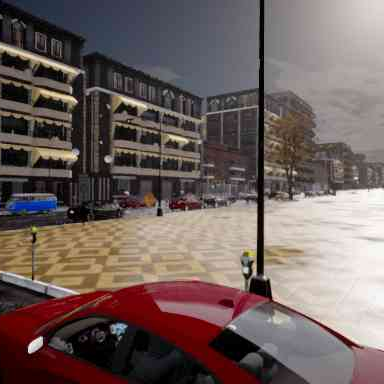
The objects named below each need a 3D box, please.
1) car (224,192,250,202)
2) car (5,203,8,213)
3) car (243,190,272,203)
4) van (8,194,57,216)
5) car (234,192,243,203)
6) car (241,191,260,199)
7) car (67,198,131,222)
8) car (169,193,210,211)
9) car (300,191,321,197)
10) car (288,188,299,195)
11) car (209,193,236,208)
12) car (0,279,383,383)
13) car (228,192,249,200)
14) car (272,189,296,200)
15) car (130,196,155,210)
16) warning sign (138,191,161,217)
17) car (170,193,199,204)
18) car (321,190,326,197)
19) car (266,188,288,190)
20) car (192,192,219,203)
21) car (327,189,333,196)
[{"bbox_3d":[7.410,0.742,54.319,2.033,1.411,5.357,1,1,35],"label":"car"},{"bbox_3d":[-15.265,1.064,21.105,2.150,2.045,5.566,0,2,31],"label":"car"},{"bbox_3d":[9.044,0.876,46.639,2.008,1.369,4.403,2,2,35],"label":"car"},{"bbox_3d":[-13.661,1.035,28.471,1.690,1.788,3.998,2,2,35],"label":"van"},{"bbox_3d":[4.372,0.865,44.444,2.128,1.511,4.902,1,1,35],"label":"car"},{"bbox_3d":[11.535,0.525,65.009,1.752,1.417,4.829,2,2,35],"label":"car"},{"bbox_3d":[-6.765,1.329,23.719,1.947,1.339,4.313,2,2,35],"label":"car"},{"bbox_3d":[-0.442,1.132,32.886,1.887,1.381,4.507,2,2,35],"label":"car"},{"bbox_3d":[24.854,0.445,69.562,2.008,1.369,4.403,2,2,35],"label":"car"},{"bbox_3d":[24.281,-0.031,83.481,2.192,1.841,5.009,2,2,35],"label":"car"},{"bbox_3d":[2.720,1.050,37.470,2.008,1.369,4.403,2,2,35],"label":"car"},{"bbox_3d":[-0.324,1.544,3.095,4.507,1.381,1.887,0,0,35],"label":"car"},{"bbox_3d":[8.470,0.649,60.567,1.947,1.339,4.313,2,2,35],"label":"car"},{"bbox_3d":[15.465,0.675,55.948,1.752,1.417,4.829,2,2,35],"label":"car"},{"bbox_3d":[-5.810,1.119,35.319,1.994,1.385,4.181,1,1,35],"label":"car"},{"bbox_3d":[-3.150,0.851,24.811,1.300,1.860,1.060,-1,0,35],"label":"warning sign"},{"bbox_3d":[-1.016,0.909,46.813,1.947,1.339,4.313,2,2,35],"label":"car"},{"bbox_3d":[28.015,0.359,74.145,2.008,1.369,4.403,2,2,35],"label":"car"},{"bbox_3d":[15.673,0.566,60.839,1.837,1.490,4.892,1,0,35],"label":"car"},{"bbox_3d":[2.146,0.807,51.397,2.008,1.369,4.403,2,2,35],"label":"car"},{"bbox_3d":[34.340,0.078,83.311,1.967,1.590,4.097,2,2,35],"label":"car"}]
